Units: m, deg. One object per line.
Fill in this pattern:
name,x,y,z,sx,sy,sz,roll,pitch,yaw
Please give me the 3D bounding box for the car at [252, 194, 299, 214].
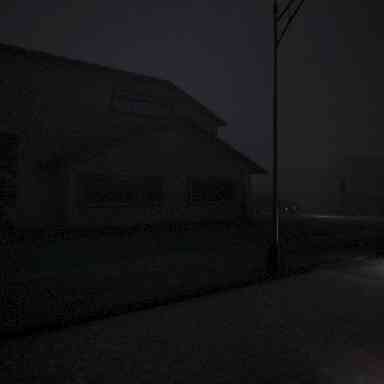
car,8.516,1.222,35.051,2.150,2.045,5.566,0,0,-35
